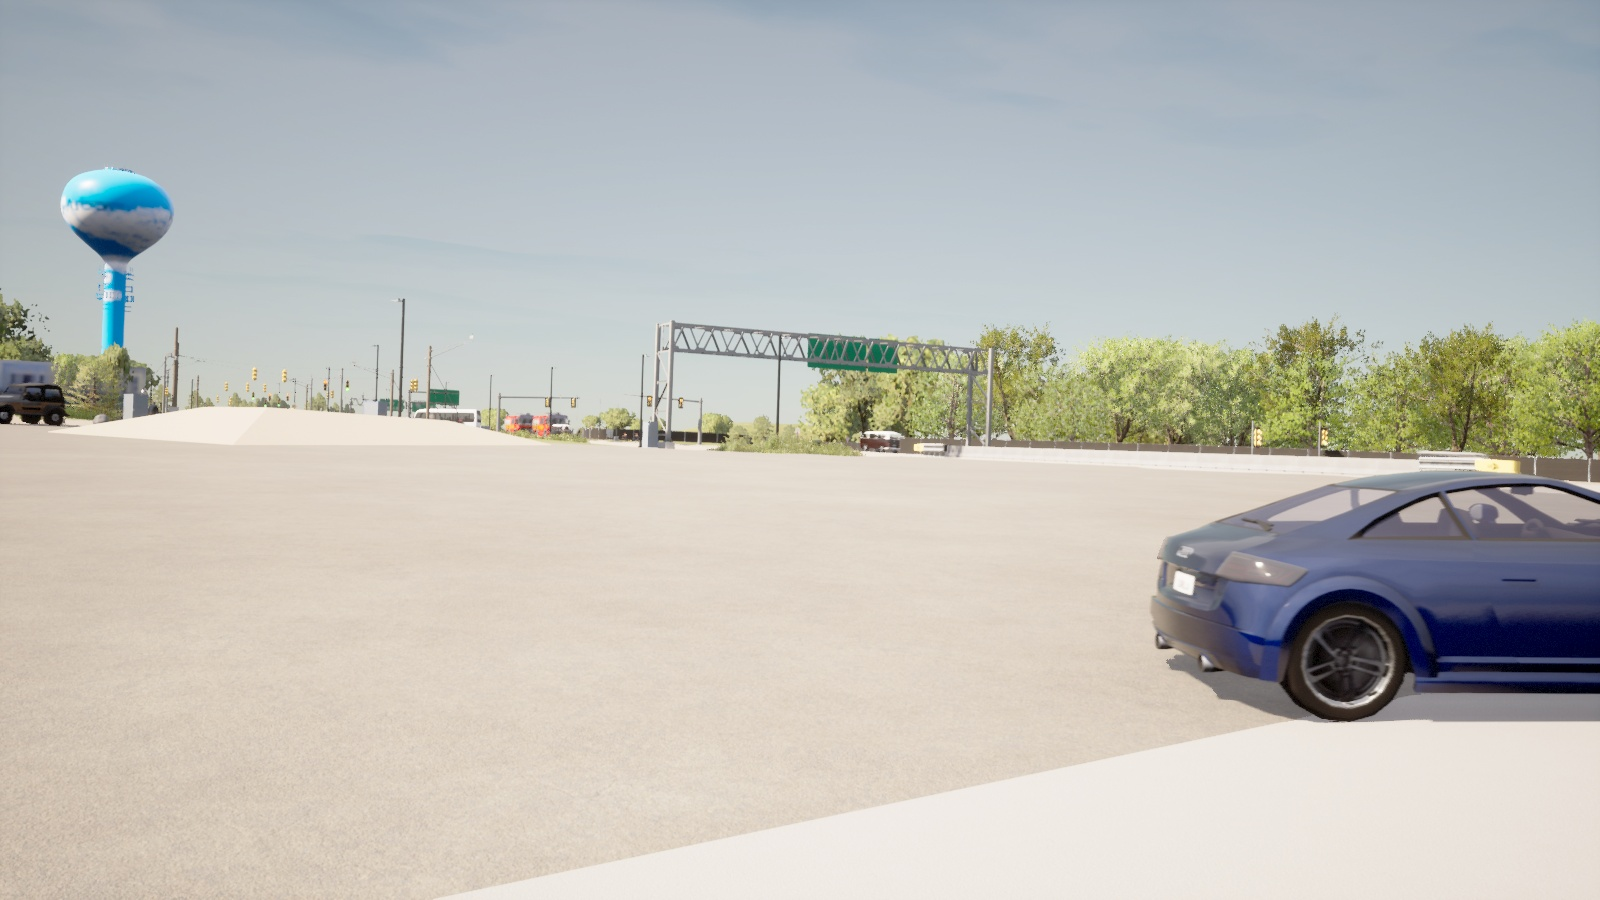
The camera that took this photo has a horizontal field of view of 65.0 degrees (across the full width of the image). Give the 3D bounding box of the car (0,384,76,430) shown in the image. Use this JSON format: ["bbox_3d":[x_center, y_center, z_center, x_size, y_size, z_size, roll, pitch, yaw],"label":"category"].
[{"bbox_3d":[-34.669,-1.931,55.782,1.905,1.878,3.866,3,1,25],"label":"car"}]

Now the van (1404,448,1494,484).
[{"bbox_3d":[39.018,0.939,75.605,1.775,1.987,4.442,2,0,-33],"label":"van"}]

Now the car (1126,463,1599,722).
[{"bbox_3d":[4.436,0.810,7.953,4.181,1.385,1.994,0,0,-2],"label":"car"}]
